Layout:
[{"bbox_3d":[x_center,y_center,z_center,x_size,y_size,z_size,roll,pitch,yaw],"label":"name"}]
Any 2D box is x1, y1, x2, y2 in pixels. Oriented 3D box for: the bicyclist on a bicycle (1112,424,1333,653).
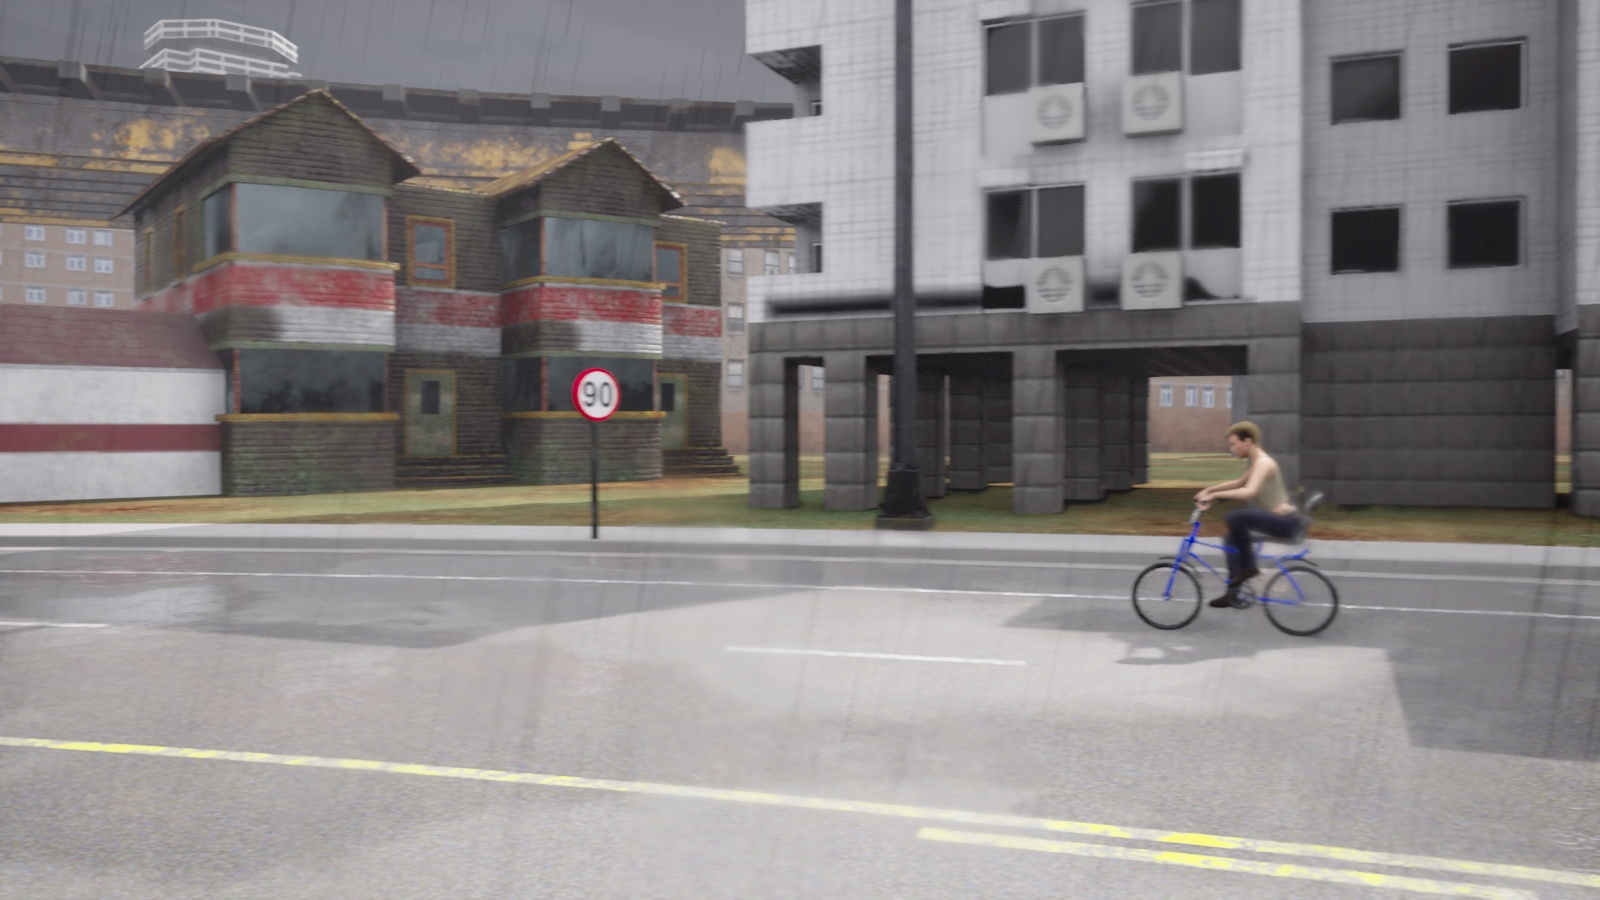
[{"bbox_3d":[3.184,0.613,9.512,1.509,1.612,0.866,0,1,19],"label":"bicyclist on a bicycle"}]
